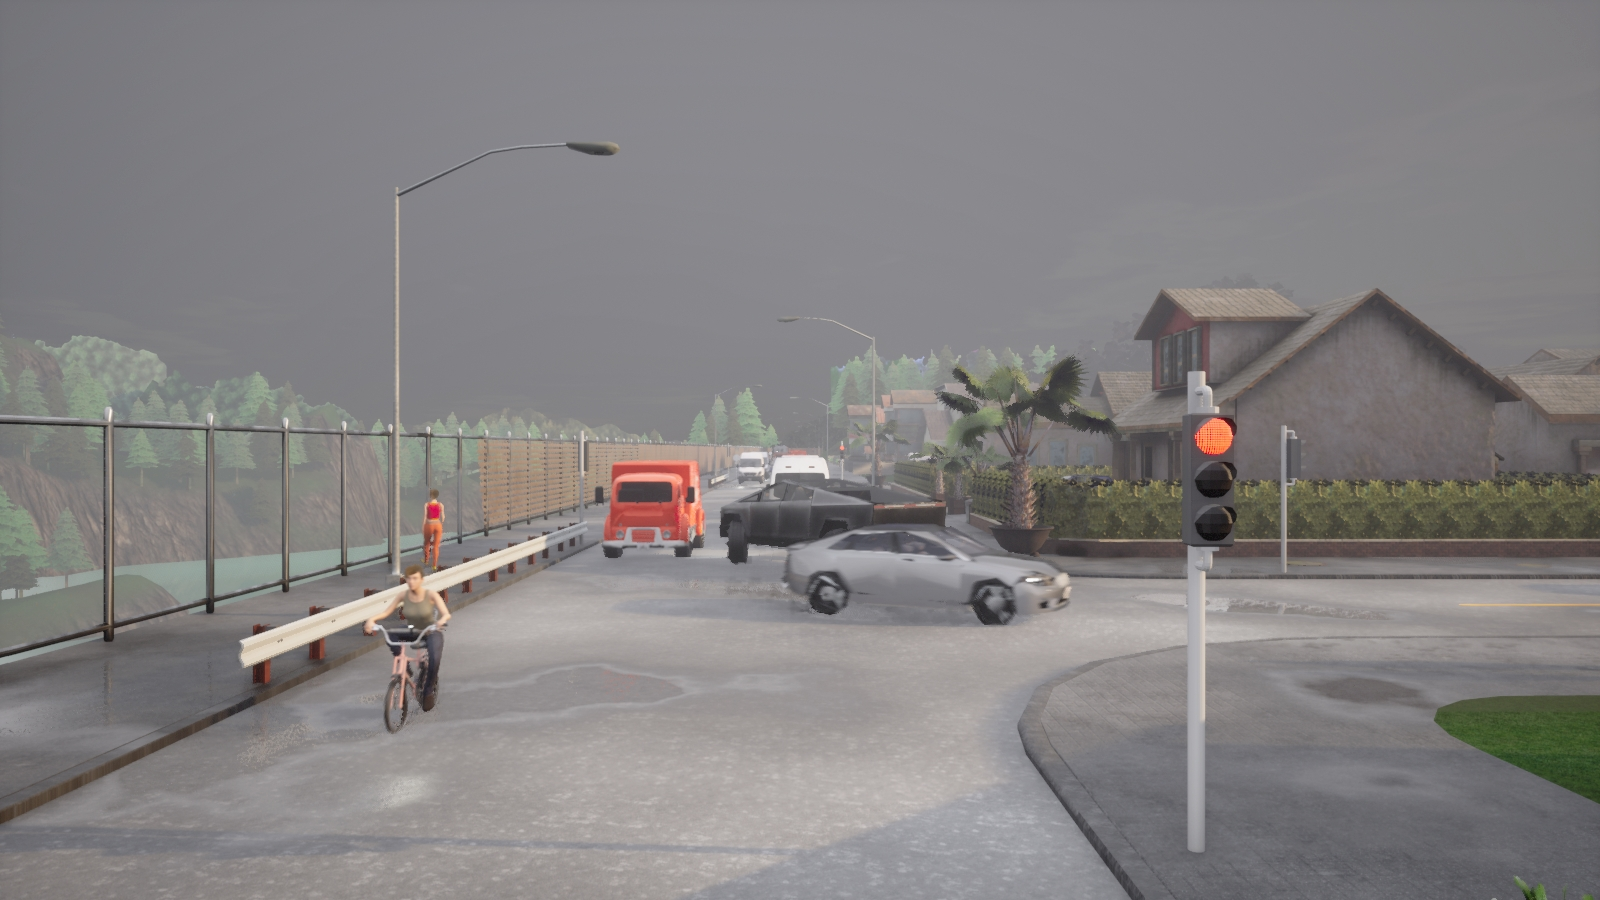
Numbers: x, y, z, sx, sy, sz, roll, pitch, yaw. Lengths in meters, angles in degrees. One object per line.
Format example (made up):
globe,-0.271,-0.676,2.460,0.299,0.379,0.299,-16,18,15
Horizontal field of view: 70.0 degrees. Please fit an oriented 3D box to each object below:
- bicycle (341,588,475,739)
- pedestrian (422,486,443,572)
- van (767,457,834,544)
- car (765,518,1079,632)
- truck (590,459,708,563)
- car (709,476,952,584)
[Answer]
bicycle,-3.989,2.150,11.757,0.859,1.276,1.487,0,0,0
pedestrian,-8.079,1.728,25.126,0.375,1.860,0.375,0,0,-28
van,0.006,1.511,36.872,1.988,2.561,5.915,0,0,0
car,2.075,2.034,19.483,4.902,1.511,2.128,0,0,24
truck,-3.944,1.539,30.876,2.627,2.467,5.204,0,1,-1
car,0.520,1.736,26.916,2.390,2.098,6.274,0,0,-36
